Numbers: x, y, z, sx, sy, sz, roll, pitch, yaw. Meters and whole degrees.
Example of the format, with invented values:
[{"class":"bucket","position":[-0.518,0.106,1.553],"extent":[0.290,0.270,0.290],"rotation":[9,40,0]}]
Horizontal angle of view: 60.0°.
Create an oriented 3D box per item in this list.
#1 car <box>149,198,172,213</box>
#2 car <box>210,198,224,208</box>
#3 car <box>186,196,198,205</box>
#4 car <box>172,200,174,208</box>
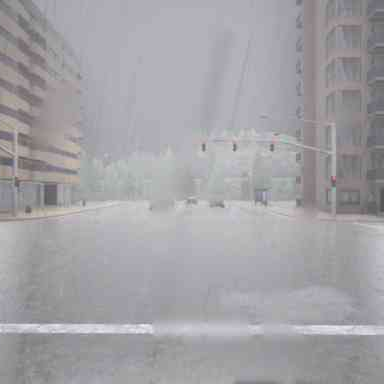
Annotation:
[{"class":"car","position":[-3.585,1.525,36.947],"extent":[1.812,1.442,4.674],"rotation":[0,0,0]},{"class":"car","position":[3.582,1.547,48.506],"extent":[2.033,1.411,5.357],"rotation":[0,0,0]},{"class":"car","position":[-0.012,1.526,60.173],"extent":[1.812,1.442,4.674],"rotation":[0,0,0]},{"class":"car","position":[-3.579,1.564,48.076],"extent":[1.994,1.385,4.181],"rotation":[0,0,0]}]
